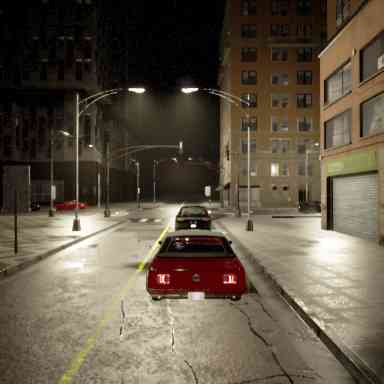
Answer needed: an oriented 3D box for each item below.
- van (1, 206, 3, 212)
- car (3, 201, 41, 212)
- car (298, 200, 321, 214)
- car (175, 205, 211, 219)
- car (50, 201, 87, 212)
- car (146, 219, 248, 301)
[{"bbox_3d":[-20.186,1.425,30.769,3.998,1.788,1.690,0,0,0],"label":"van"},{"bbox_3d":[-20.203,1.725,39.293,4.313,1.339,1.947,0,0,0],"label":"car"},{"bbox_3d":[12.040,1.415,30.805,4.313,1.339,1.947,0,0,0],"label":"car"},{"bbox_3d":[0.058,1.474,18.410,1.882,1.535,5.008,0,0,0],"label":"car"},{"bbox_3d":[-14.554,1.701,39.299,4.206,1.307,1.802,0,0,0],"label":"car"},{"bbox_3d":[0.081,1.601,8.261,1.895,1.301,4.718,0,0,0],"label":"car"}]
